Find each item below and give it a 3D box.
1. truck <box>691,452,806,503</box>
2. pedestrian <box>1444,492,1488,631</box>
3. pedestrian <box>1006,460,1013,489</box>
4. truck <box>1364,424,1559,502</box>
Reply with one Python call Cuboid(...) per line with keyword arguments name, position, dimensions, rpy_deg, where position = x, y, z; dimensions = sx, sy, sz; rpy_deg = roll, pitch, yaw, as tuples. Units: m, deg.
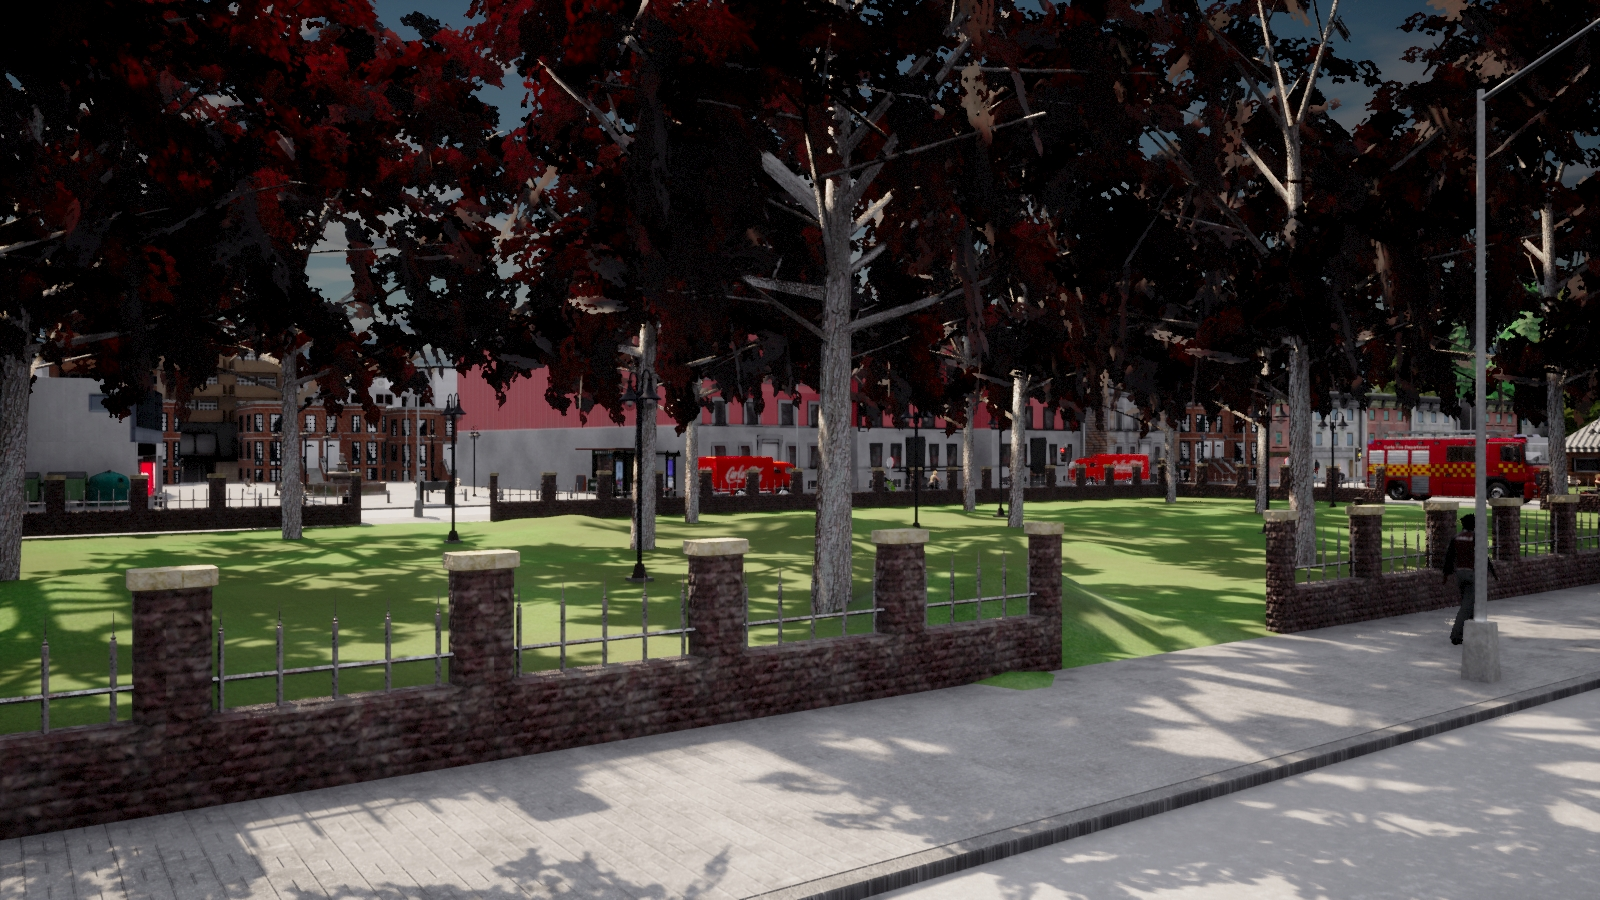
Cuboid(name="truck", position=(-2.582, 1.335, 57.891), dimensions=(5.204, 2.467, 2.627), rpy_deg=(0, 0, -35))
Cuboid(name="pedestrian", position=(9.167, 1.518, 15.725), dimensions=(0.375, 1.860, 0.375), rpy_deg=(0, 0, -26))
Cuboid(name="pedestrian", position=(13.587, 1.607, 74.056), dimensions=(0.375, 1.860, 0.375), rpy_deg=(0, 0, 16))
Cuboid(name="truck", position=(34.631, 0.645, 60.204), dimensions=(2.891, 3.827, 8.468), rpy_deg=(0, 0, -34))
